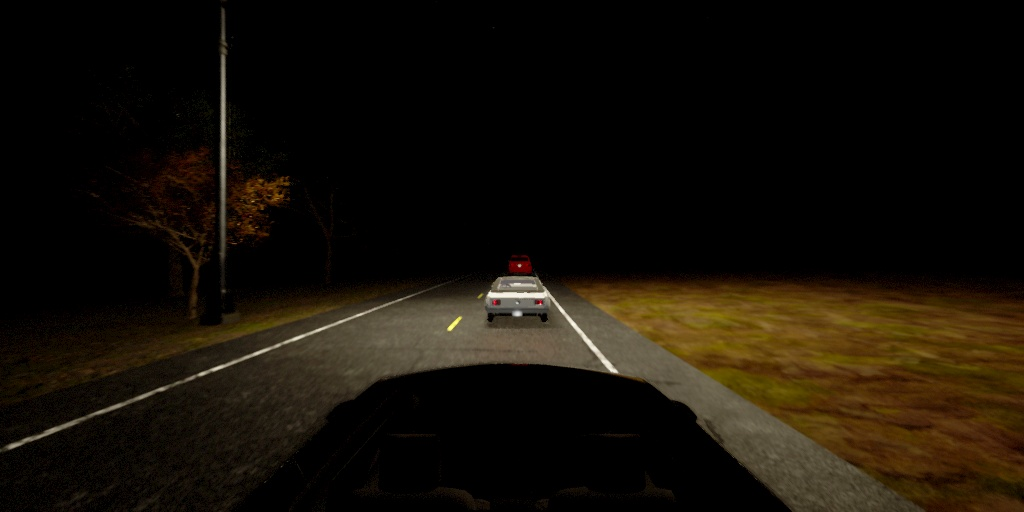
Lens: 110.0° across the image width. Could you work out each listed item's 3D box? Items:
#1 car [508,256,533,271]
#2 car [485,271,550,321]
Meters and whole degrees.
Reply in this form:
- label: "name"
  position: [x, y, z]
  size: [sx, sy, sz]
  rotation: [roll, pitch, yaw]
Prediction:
- label: "car"
  position: [0.785, 0.979, 34.679]
  size: [2.150, 2.045, 5.566]
  rotation: [0, 0, 2]
- label: "car"
  position: [0.188, 1.356, 12.431]
  size: [1.895, 1.301, 4.718]
  rotation: [0, 0, 1]
